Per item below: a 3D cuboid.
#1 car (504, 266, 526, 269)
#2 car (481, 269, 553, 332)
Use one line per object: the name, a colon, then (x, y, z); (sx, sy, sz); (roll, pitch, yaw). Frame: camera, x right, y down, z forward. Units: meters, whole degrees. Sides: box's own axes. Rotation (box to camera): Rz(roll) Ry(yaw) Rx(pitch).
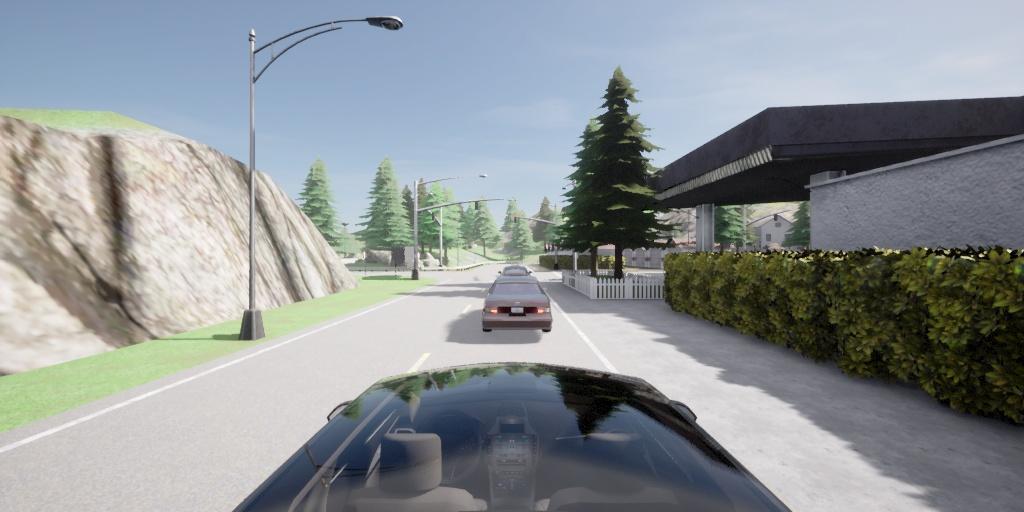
car: (0.180, 1.276, 20.387); (1.812, 1.442, 4.674); (0, 0, 0)
car: (0.135, 1.297, 10.801); (2.033, 1.411, 5.357); (0, 0, 0)
